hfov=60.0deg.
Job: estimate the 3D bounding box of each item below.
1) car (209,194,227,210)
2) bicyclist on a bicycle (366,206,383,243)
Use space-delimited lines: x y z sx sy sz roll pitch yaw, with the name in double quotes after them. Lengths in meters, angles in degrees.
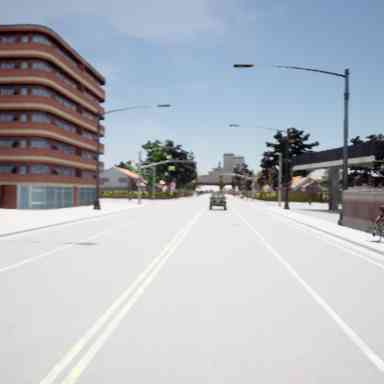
3.311 1.209 42.450 2.150 2.045 5.566 1 0 4 "car"
8.445 1.428 14.525 1.656 1.620 0.582 1 0 4 "bicyclist on a bicycle"
